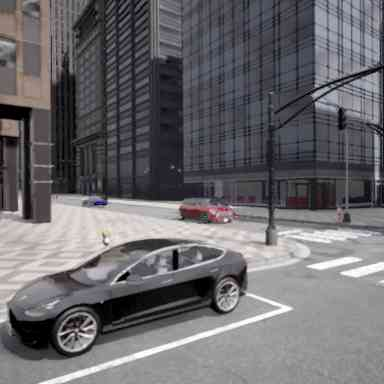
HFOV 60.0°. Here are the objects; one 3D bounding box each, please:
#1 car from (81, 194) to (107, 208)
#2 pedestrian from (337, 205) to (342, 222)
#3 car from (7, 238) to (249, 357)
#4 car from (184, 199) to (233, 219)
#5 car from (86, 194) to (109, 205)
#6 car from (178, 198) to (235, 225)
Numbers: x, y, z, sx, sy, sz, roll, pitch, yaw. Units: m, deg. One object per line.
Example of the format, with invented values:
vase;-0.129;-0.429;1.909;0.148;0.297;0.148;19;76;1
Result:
car;-12.349;1.269;42.028;1.895;1.301;4.718;-1;1;-35
pedestrian;9.719;1.406;21.881;0.500;1.100;0.500;0;0;-36
car;-0.857;1.570;6.047;4.313;1.339;1.947;0;-1;-35
car;1.336;1.387;28.366;1.994;1.385;4.181;-1;1;-36
car;-14.340;1.057;50.204;1.837;1.490;4.892;-1;2;-35
car;0.911;1.242;23.472;2.097;1.767;4.553;-1;1;-36
